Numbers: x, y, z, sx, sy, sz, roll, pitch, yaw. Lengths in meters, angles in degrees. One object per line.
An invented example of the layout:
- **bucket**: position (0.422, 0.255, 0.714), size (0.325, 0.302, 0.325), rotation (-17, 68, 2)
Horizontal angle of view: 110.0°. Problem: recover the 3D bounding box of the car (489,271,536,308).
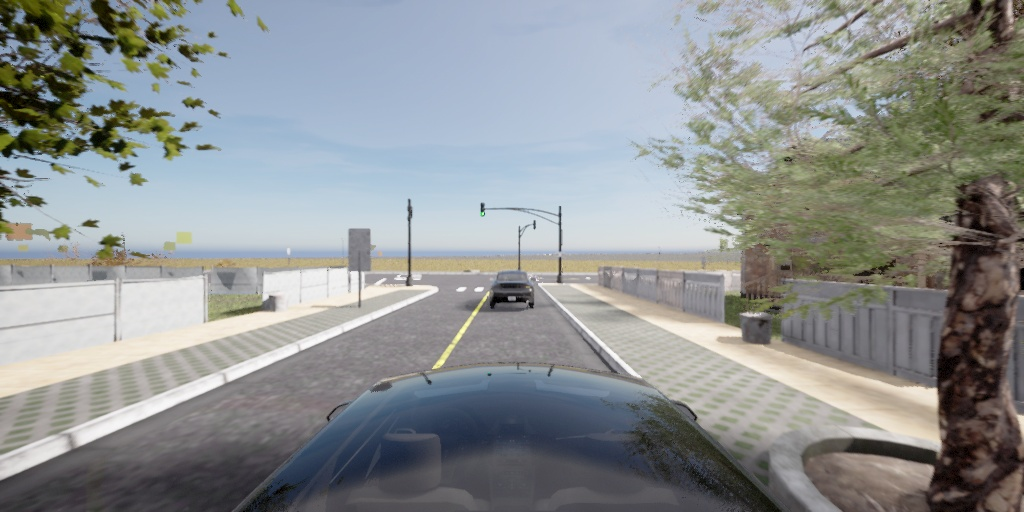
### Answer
- **car**: position (0.010, 1.390, 16.138), size (1.837, 1.490, 4.892), rotation (0, 0, 0)
